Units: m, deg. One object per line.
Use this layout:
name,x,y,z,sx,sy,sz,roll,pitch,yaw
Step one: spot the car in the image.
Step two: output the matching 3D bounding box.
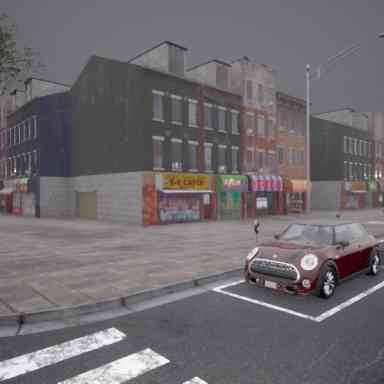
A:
car,3.130,1.442,8.428,4.097,1.590,1.967,0,0,-43
